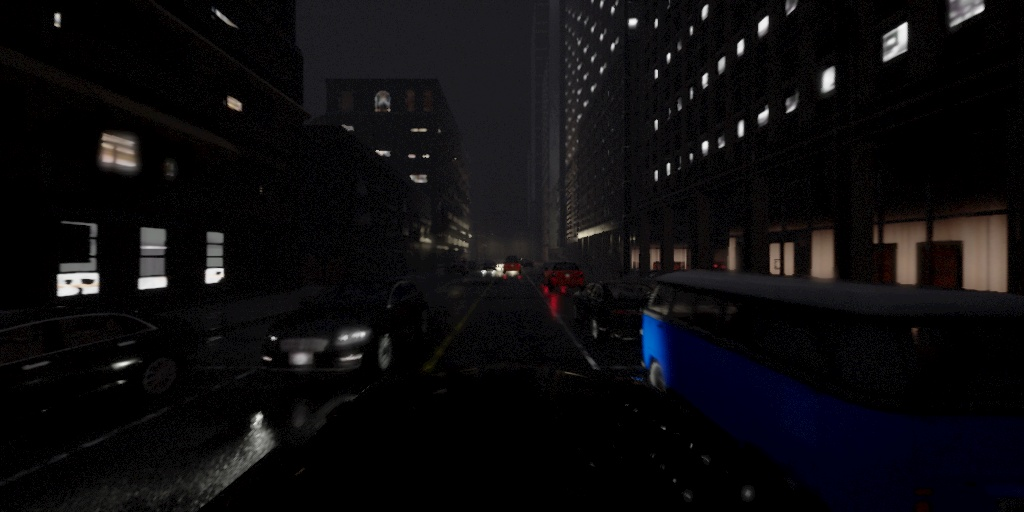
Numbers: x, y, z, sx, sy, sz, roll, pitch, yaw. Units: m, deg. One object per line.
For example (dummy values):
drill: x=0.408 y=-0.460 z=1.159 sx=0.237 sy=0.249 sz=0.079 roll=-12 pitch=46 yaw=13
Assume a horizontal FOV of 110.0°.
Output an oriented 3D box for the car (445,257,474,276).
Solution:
car: x=-5.680 y=1.070 z=37.633 sx=2.192 sy=1.841 sz=5.009 roll=0 pitch=0 yaw=0

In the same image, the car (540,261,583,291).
car: x=3.119 y=1.102 z=22.267 sx=2.097 sy=1.767 sz=4.553 roll=0 pitch=0 yaw=0

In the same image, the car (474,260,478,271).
car: x=-5.677 y=1.325 z=48.930 sx=1.948 sy=1.339 sz=4.313 roll=0 pitch=0 yaw=0

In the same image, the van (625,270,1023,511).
van: x=2.691 y=1.090 z=3.739 sx=1.690 sy=1.789 sz=3.998 roll=0 pitch=0 yaw=0

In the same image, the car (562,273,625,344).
car: x=2.693 y=1.299 z=9.387 sx=2.007 sy=1.370 sz=4.403 roll=0 pitch=0 yaw=0

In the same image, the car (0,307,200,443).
car: x=-5.689 y=1.301 z=3.742 sx=2.007 sy=1.370 sz=4.403 roll=0 pitch=0 yaw=0

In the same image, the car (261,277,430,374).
car: x=-3.089 y=1.242 z=7.700 sx=2.128 sy=1.511 sz=4.902 roll=0 pitch=0 yaw=0

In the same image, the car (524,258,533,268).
car: x=2.706 y=1.346 z=60.224 sx=1.802 sy=1.307 sz=4.207 roll=0 pitch=0 yaw=0

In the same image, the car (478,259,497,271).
car: x=-3.063 y=1.306 z=49.108 sx=2.033 sy=1.411 sz=5.357 roll=0 pitch=0 yaw=0

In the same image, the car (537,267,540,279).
car: x=3.156 y=1.277 z=29.297 sx=1.812 sy=1.442 sz=4.674 roll=0 pitch=0 yaw=0

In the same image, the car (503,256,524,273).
car: x=0.060 y=1.108 z=43.198 sx=2.097 sy=1.767 sz=4.553 roll=0 pitch=0 yaw=1
